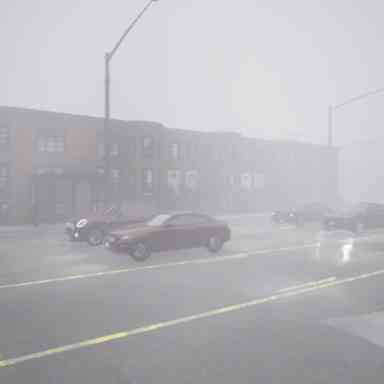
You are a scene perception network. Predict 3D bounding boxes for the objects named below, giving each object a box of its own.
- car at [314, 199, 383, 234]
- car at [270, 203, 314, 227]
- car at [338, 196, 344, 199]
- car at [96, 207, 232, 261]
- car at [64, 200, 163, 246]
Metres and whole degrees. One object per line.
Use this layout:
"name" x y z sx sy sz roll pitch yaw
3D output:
"car" 9.139 1.309 18.003 5.008 1.535 1.882 0 1 -32
"car" 7.159 1.395 20.890 4.718 1.301 1.895 0 1 -32
"car" 18.610 1.067 44.393 5.357 1.411 2.033 3 -2 -40
"car" -0.713 1.393 11.783 4.674 1.442 1.812 0 1 -32
"car" -3.067 1.183 14.423 4.553 1.767 2.097 0 1 -32
